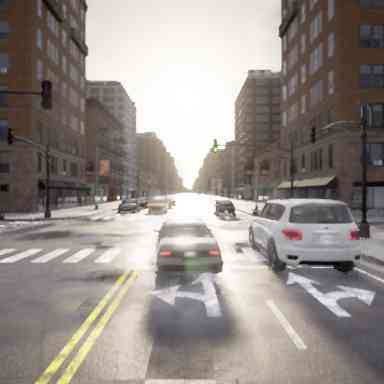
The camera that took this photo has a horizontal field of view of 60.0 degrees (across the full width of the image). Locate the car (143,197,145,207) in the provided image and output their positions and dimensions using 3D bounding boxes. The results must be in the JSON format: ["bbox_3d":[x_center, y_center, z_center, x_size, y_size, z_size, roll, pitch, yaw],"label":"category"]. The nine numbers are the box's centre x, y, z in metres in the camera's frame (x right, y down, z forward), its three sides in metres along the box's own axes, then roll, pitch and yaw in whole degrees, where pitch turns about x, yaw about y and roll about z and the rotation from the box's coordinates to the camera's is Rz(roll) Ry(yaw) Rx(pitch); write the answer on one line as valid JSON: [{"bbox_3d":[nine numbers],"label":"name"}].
[{"bbox_3d":[-6.941,1.467,46.043,1.882,1.535,5.008,0,0,0],"label":"car"}]

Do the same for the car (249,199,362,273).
[{"bbox_3d":[3.318,1.219,10.841,2.150,2.045,5.566,0,0,0],"label":"car"}]

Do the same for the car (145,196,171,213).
[{"bbox_3d":[-3.633,1.470,36.349,1.882,1.535,5.008,0,0,0],"label":"car"}]

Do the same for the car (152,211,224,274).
[{"bbox_3d":[-0.257,1.546,10.533,2.033,1.411,5.357,0,0,-5],"label":"car"}]

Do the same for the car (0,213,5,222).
[{"bbox_3d":[-14.953,1.608,21.570,4.718,1.301,1.895,0,0,1],"label":"car"}]

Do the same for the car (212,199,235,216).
[{"bbox_3d":[3.095,1.496,32.628,1.837,1.490,4.892,0,0,0],"label":"car"}]

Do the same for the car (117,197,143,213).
[{"bbox_3d":[-6.884,1.498,36.558,1.837,1.490,4.892,0,0,0],"label":"car"}]

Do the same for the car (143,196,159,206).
[{"bbox_3d":[-6.948,1.475,56.157,2.128,1.511,4.902,0,0,0],"label":"car"}]

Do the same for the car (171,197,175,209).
[{"bbox_3d":[-3.692,1.552,45.302,1.994,1.385,4.181,0,0,-1],"label":"car"}]
